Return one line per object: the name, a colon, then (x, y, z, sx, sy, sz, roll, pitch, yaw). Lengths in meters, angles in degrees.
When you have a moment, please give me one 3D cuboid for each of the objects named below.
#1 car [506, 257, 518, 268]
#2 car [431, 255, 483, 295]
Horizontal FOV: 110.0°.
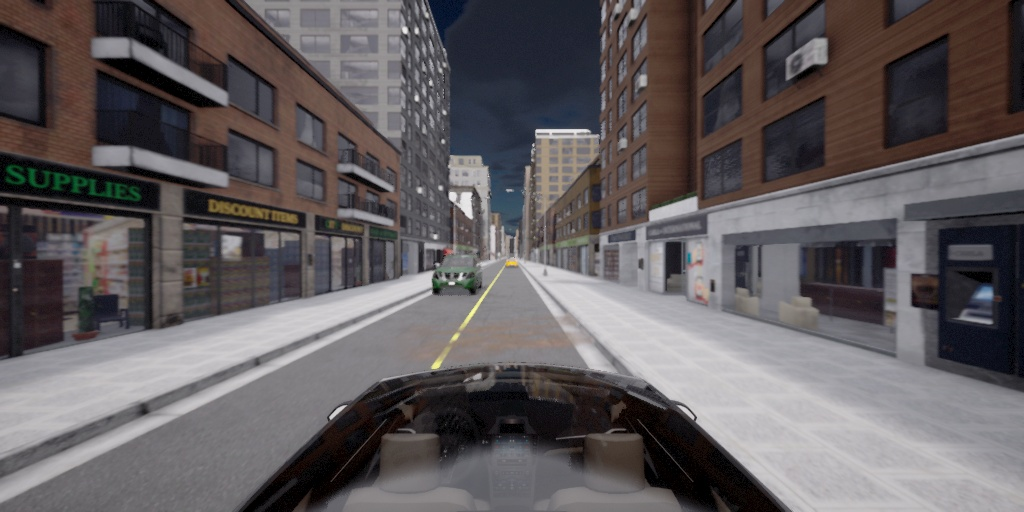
car: (-0.030, 1.111, 59.697, 1.882, 1.535, 5.008, 0, 0, 0)
car: (-2.832, 0.937, 19.699, 2.150, 2.045, 5.566, 0, 0, 0)
